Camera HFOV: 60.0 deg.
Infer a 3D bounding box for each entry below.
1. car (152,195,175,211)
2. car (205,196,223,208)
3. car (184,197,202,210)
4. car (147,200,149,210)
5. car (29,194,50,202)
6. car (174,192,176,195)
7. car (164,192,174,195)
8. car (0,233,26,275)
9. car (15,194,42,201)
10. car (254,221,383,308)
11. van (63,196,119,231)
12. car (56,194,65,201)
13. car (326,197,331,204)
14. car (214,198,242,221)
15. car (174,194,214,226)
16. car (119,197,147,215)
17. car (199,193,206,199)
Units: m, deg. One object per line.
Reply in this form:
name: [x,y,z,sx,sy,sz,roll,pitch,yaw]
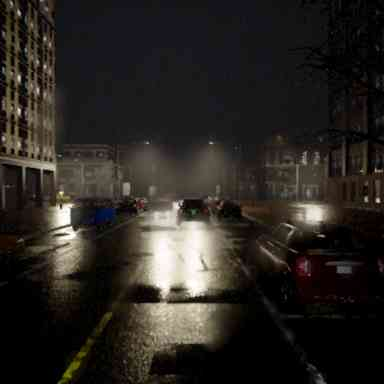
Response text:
car: [-3.043,1.324,35.658,1.994,1.385,4.181,0,0,1]
car: [2.698,1.268,41.978,2.008,1.369,4.403,0,0,0]
car: [0.104,1.338,38.900,1.895,1.301,4.718,0,0,0]
car: [-5.683,1.306,36.304,2.008,1.369,4.403,0,0,0]
car: [-25.407,1.057,54.389,4.403,1.369,2.008,0,0,1]
car: [-5.679,0.976,85.424,2.008,1.369,4.403,0,0,0]
car: [-5.679,1.081,74.381,1.802,1.307,4.206,0,0,0]
car: [-5.685,1.473,7.673,1.752,1.417,4.829,0,0,0]
car: [-30.812,1.052,62.854,4.206,1.307,1.802,0,0,1]
car: [2.696,1.387,7.826,1.967,1.590,4.097,0,0,0]
van: [-5.683,1.212,19.227,1.690,1.788,3.998,0,0,0]
car: [-25.445,1.019,62.771,4.829,1.417,1.752,0,0,1]
car: [23.651,1.319,53.596,4.206,1.307,1.802,0,0,1]
car: [2.697,1.383,24.902,2.008,1.369,4.403,0,0,0]
car: [0.101,1.203,22.363,2.097,1.767,4.553,0,1,0]
car: [-5.683,1.234,30.611,1.967,1.590,4.097,0,0,0]
car: [2.702,1.008,85.410,1.802,1.307,4.206,0,0,0]
